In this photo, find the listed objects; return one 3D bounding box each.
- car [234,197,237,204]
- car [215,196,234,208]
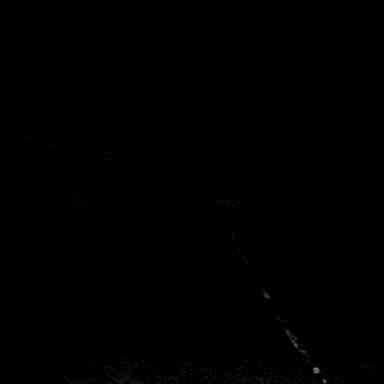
[{"bbox_3d":[7.198,1.441,61.862,2.128,1.511,4.902,0,0,13],"label":"car"},{"bbox_3d":[4.610,1.313,49.012,2.097,1.767,4.553,0,0,9],"label":"car"}]
